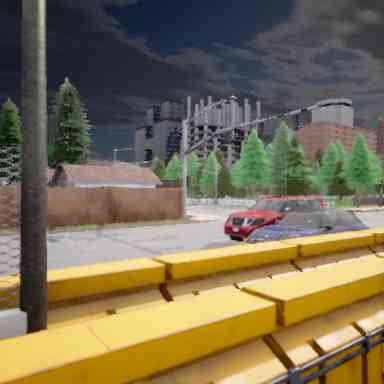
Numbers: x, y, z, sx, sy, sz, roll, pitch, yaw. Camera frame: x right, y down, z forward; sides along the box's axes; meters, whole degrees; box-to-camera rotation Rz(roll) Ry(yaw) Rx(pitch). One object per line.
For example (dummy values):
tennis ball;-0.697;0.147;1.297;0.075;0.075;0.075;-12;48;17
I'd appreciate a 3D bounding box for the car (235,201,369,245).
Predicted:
car;3.897;1.352;10.989;4.553;1.767;2.097;0;0;-35

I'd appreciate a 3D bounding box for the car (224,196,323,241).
car;4.072;1.220;15.379;5.566;2.045;2.150;0;0;-35
